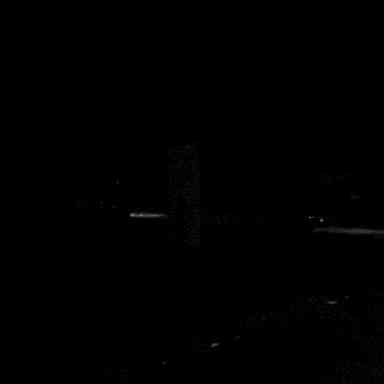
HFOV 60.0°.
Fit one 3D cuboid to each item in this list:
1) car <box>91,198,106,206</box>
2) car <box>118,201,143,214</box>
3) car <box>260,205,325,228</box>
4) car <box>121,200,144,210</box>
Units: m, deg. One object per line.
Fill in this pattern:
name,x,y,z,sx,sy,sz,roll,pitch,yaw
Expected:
car,-18.797,1.904,66.447,1.837,1.490,4.892,-2,2,-36
car,-8.520,2.110,45.815,2.128,1.511,4.902,-2,1,-35
car,7.126,1.671,23.967,2.128,1.511,4.902,-2,0,-36
car,-9.697,2.106,53.772,1.895,1.301,4.718,-2,1,-34
